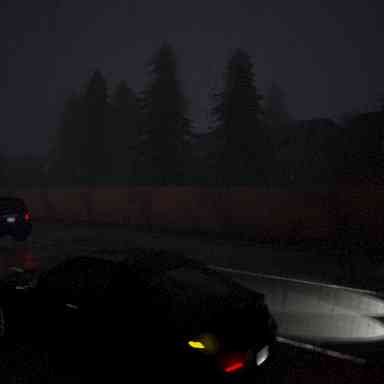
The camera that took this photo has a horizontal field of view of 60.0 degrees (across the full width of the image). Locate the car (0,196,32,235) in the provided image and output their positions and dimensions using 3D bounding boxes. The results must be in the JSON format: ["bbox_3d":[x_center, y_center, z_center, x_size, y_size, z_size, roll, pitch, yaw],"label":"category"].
[{"bbox_3d":[-9.527,1.218,15.093,5.566,2.045,2.150,0,0,35],"label":"car"}]

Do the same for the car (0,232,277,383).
[{"bbox_3d":[-1.142,1.525,4.808,4.674,1.442,1.812,0,0,36],"label":"car"}]
